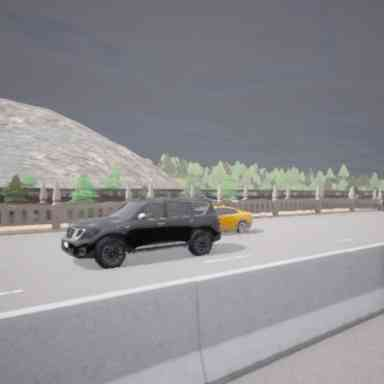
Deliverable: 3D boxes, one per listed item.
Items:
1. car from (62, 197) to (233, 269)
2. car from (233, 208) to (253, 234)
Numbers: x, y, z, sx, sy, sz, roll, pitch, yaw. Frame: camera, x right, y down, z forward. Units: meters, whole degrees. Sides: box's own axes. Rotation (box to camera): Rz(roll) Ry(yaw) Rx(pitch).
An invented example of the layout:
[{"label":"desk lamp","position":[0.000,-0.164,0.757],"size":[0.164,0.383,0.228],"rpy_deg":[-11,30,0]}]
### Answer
[{"label":"car","position":[-1.490,1.212,11.516],"size":[5.566,2.045,2.150],"rpy_deg":[0,0,-35]},{"label":"car","position":[1.006,1.463,17.581],"size":[5.008,1.535,1.882],"rpy_deg":[0,0,-35]}]
